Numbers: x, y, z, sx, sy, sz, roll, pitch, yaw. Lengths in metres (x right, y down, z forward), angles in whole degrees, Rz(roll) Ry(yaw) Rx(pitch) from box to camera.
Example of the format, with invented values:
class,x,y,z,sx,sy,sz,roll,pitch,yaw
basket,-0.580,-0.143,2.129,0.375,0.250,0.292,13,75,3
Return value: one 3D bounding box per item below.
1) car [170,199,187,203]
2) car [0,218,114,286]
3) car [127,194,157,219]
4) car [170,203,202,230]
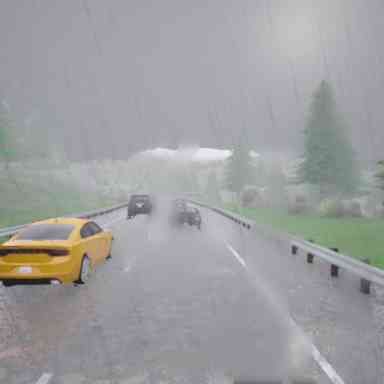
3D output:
class,x,y,z,sx,sy,sz,roll,pitch,yaw
car,-1.592,1.545,39.911,2.033,1.411,5.357,0,0,-5
car,-3.540,1.479,9.445,1.882,1.535,5.008,0,0,-1
car,-4.333,1.221,29.296,2.150,2.045,5.566,0,0,-3
car,-0.422,1.599,21.292,1.895,1.301,4.718,0,0,-2
